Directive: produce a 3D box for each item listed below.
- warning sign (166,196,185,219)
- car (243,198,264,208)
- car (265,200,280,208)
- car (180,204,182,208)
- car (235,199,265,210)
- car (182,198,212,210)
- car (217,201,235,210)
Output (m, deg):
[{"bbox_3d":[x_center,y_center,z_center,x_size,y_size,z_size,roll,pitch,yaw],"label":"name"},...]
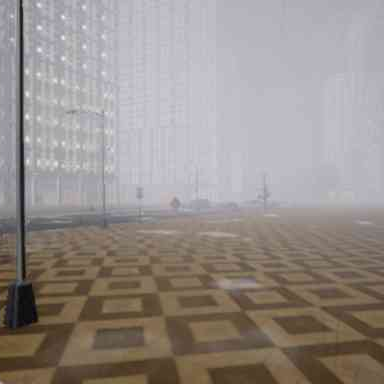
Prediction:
[{"bbox_3d":[-1.429,1.317,28.836,1.300,1.860,1.060,0,0,34],"label":"warning sign"},{"bbox_3d":[10.867,1.924,58.634,1.882,1.535,5.008,-1,-1,31],"label":"car"},{"bbox_3d":[13.663,2.021,56.974,1.895,1.301,4.718,-1,-1,31],"label":"car"},{"bbox_3d":[0.233,1.990,53.998,2.033,1.411,5.357,-1,-1,33],"label":"car"},{"bbox_3d":[8.555,1.964,48.749,1.895,1.301,4.718,-1,-1,33],"label":"car"},{"bbox_3d":[1.084,1.746,49.419,2.097,1.767,4.553,-1,-1,34],"label":"car"},{"bbox_3d":[5.648,1.988,50.237,1.895,1.301,4.718,-1,-1,33],"label":"car"}]
